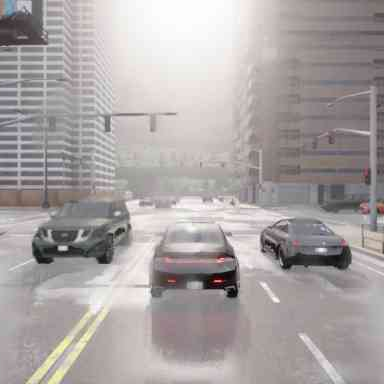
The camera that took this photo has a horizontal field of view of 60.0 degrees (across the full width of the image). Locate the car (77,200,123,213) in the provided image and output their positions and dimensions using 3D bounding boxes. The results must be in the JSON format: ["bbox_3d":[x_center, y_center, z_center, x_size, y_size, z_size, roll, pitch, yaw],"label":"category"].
[{"bbox_3d":[-10.460,1.601,38.055,1.895,1.301,4.718,0,0,44],"label":"car"}]

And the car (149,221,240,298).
[{"bbox_3d":[0.052,1.492,8.497,2.128,1.511,4.902,0,0,0],"label":"car"}]

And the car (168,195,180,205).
[{"bbox_3d":[-3.668,1.491,57.977,2.128,1.511,4.902,0,0,0],"label":"car"}]

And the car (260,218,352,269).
[{"bbox_3d":[3.563,1.564,11.149,1.994,1.385,4.181,0,0,0],"label":"car"}]

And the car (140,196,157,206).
[{"bbox_3d":[-7.175,1.526,53.331,1.812,1.442,4.674,0,0,1],"label":"car"}]

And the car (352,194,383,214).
[{"bbox_3d":[18.968,1.352,33.036,4.553,1.767,2.097,0,0,0],"label":"car"}]

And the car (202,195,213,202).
[{"bbox_3d":[3.394,1.355,73.550,2.097,1.767,4.553,0,0,0],"label":"car"}]

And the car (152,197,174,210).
[{"bbox_3d":[-3.664,1.601,42.742,1.895,1.301,4.718,0,0,0],"label":"car"}]

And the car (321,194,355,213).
[{"bbox_3d":[17.143,1.221,36.556,5.566,2.045,2.150,0,0,0],"label":"car"}]

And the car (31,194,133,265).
[{"bbox_3d":[-3.618,1.221,12.076,2.150,2.045,5.566,0,0,0],"label":"car"}]
